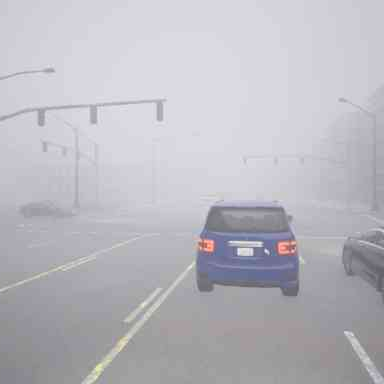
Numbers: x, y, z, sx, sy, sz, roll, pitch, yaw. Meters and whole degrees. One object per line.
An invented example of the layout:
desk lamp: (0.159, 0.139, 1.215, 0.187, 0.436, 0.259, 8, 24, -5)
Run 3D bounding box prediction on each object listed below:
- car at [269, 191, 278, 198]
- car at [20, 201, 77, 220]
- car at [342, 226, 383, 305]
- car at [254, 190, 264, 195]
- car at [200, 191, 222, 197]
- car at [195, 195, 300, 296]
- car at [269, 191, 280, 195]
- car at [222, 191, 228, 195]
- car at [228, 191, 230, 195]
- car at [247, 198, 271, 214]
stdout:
car: (20.711, 0.552, 84.965, 2.097, 1.767, 4.553, 0, 1, 11)
car: (-11.917, 1.491, 27.715, 4.902, 1.511, 2.128, 0, 0, 17)
car: (4.779, 1.492, 7.389, 2.128, 1.511, 4.902, 0, 0, 11)
car: (15.261, 0.904, 75.459, 1.994, 1.385, 4.181, 0, 1, 11)
car: (2.489, 1.079, 47.462, 2.150, 2.045, 5.566, 0, 1, 11)
car: (1.511, 1.221, 8.911, 2.150, 2.045, 5.566, 0, 0, 11)
car: (18.732, 0.881, 74.962, 2.128, 1.511, 4.902, 0, 1, 11)
car: (4.515, 0.926, 57.649, 2.150, 2.045, 5.566, 0, 1, 11)
car: (6.615, 0.741, 67.889, 2.150, 2.045, 5.566, 0, 1, 12)
car: (7.327, 1.455, 35.907, 1.837, 1.490, 4.892, 2, 1, 20)
